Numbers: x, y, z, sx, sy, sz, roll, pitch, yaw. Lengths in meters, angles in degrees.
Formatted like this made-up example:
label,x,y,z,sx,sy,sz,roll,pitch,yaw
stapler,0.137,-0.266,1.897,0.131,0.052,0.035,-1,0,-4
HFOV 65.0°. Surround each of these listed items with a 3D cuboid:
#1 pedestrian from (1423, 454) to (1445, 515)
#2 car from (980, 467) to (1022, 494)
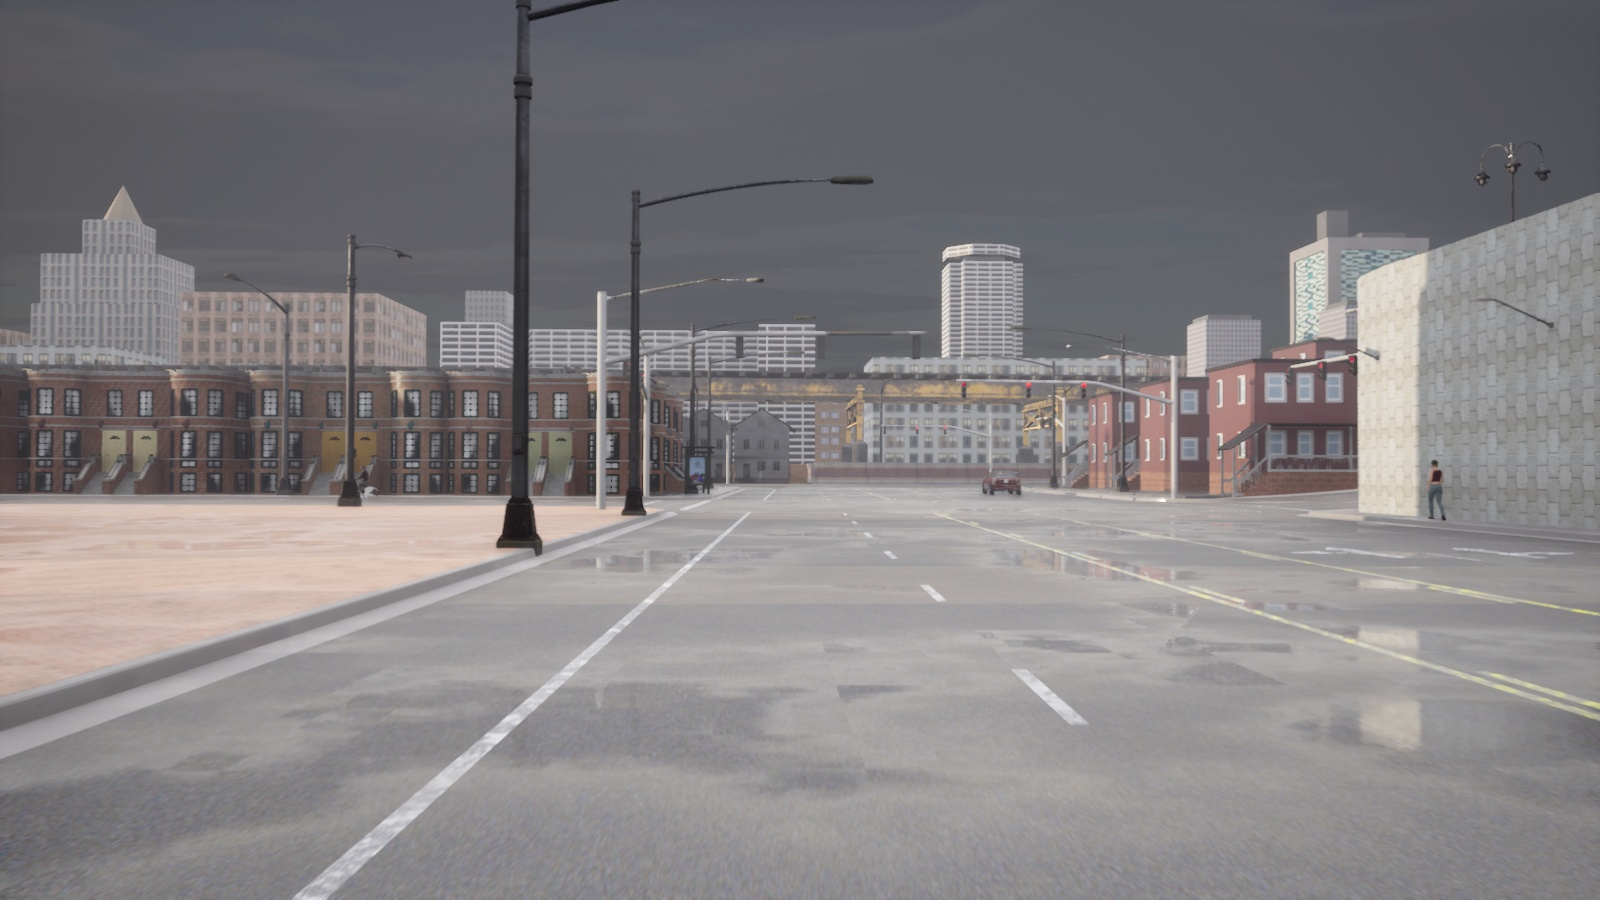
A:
label,x,y,z,sx,sy,sz,roll,pitch,yaw
pedestrian,19.175,1.029,37.987,0.345,1.836,0.594,0,-1,0
car,13.790,2.063,86.313,2.097,1.767,4.553,0,-1,0
